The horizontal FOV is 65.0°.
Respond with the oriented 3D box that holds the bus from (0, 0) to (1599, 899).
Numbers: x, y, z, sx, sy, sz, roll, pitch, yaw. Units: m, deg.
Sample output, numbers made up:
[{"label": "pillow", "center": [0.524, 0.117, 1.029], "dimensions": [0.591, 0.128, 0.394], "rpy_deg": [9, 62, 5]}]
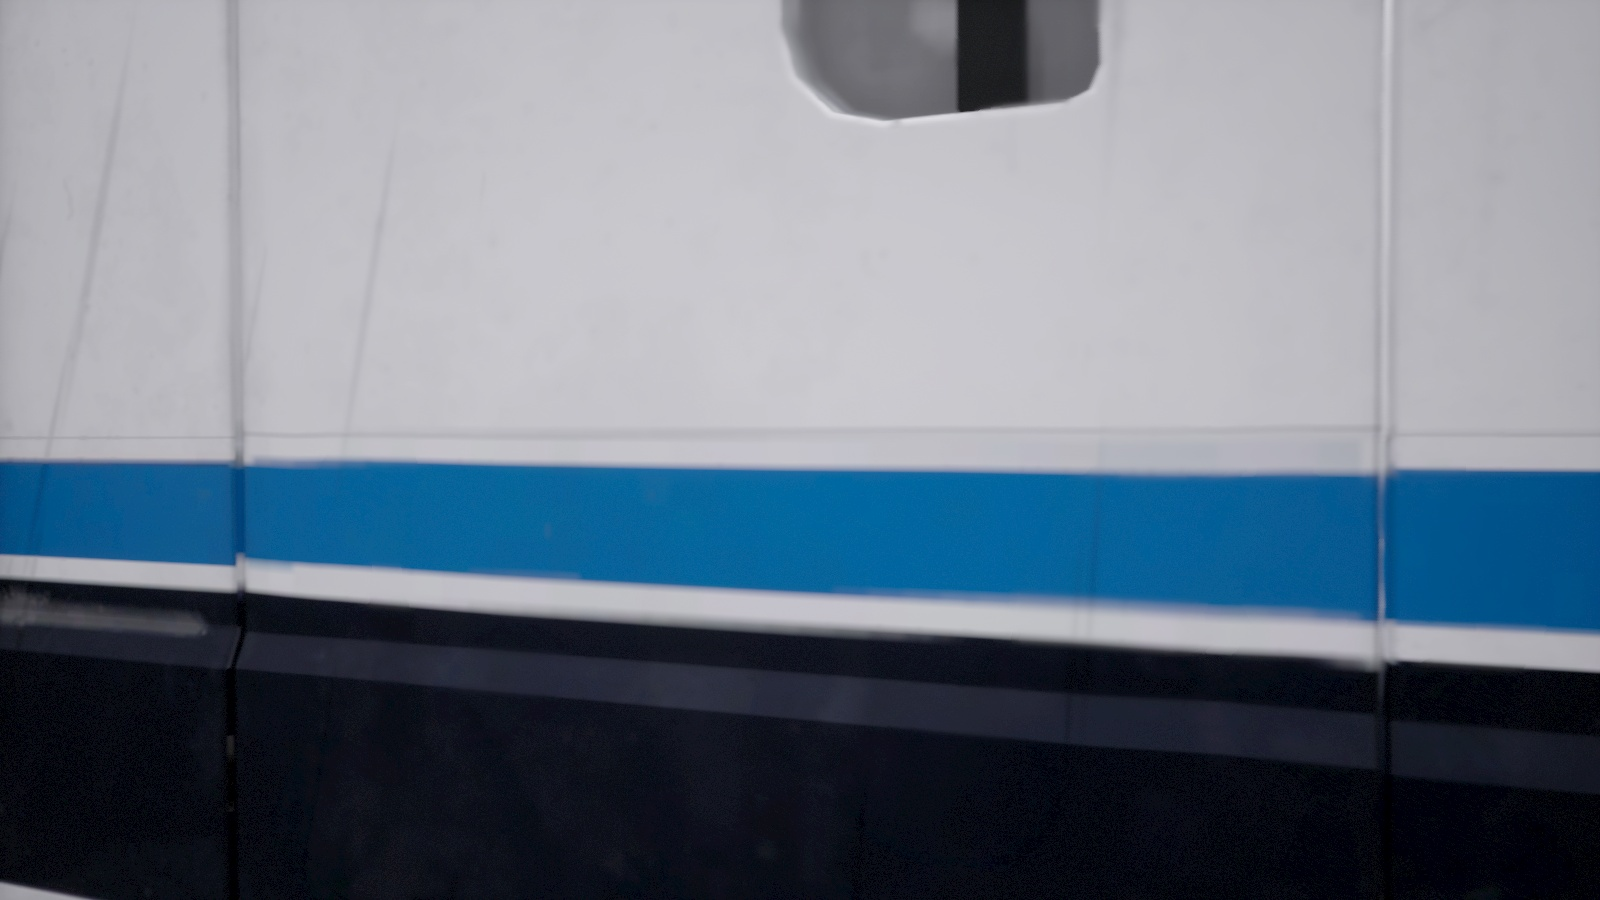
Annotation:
[{"label": "bus", "center": [-0.849, -0.605, 3.399], "dimensions": [10.273, 4.253, 3.944], "rpy_deg": [1, 1, 23]}]
